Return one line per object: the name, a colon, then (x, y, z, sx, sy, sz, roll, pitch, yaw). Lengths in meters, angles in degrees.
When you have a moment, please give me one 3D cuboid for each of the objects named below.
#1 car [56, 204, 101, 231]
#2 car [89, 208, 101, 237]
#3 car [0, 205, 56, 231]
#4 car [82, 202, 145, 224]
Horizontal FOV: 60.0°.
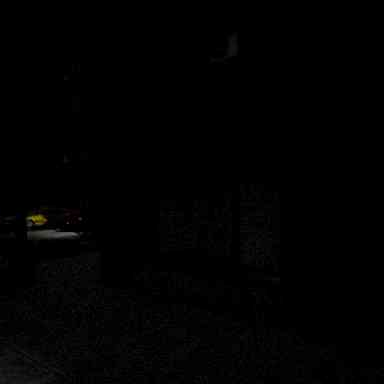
car: (-5.643, 1.480, 20.620, 1.812, 1.442, 4.674, 0, 0, 36)
car: (-2.367, 1.517, 15.732, 1.947, 1.339, 4.313, 0, 0, 36)
car: (-8.988, 1.479, 20.271, 1.752, 1.417, 4.829, 0, 0, 36)
car: (-5.739, 1.508, 24.812, 2.008, 1.369, 4.403, 0, 0, 36)
